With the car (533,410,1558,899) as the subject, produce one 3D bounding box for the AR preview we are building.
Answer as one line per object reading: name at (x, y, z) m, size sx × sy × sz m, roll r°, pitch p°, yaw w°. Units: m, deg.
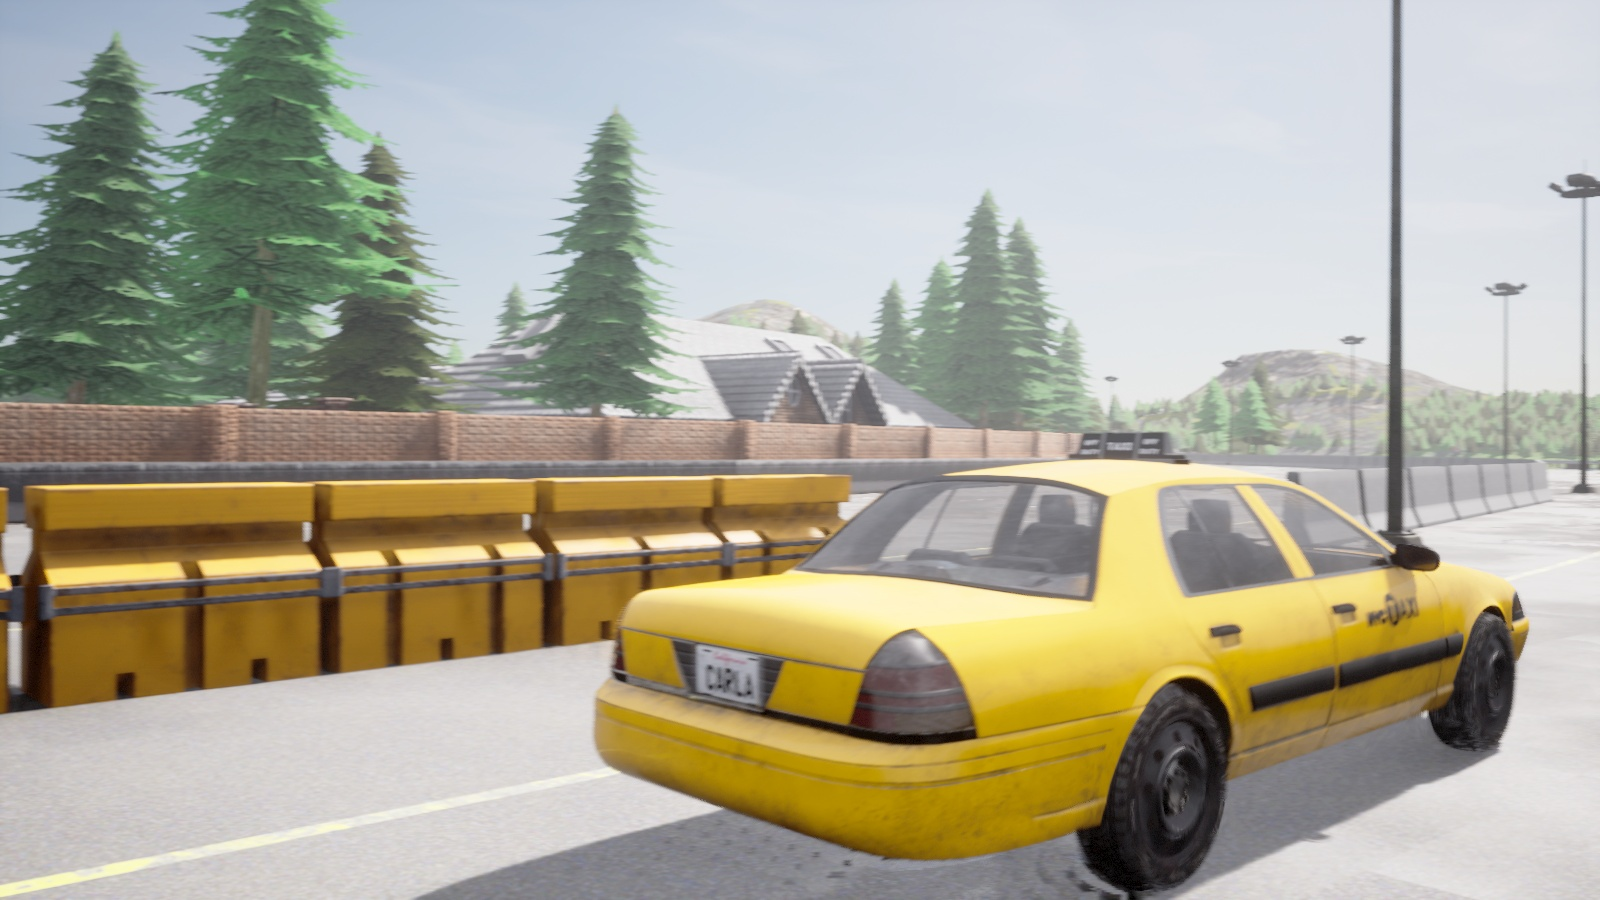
car at (1.602, 0.684, 5.763) m, size 5.366 × 1.575 × 1.801 m, roll 0°, pitch 0°, yaw -43°
